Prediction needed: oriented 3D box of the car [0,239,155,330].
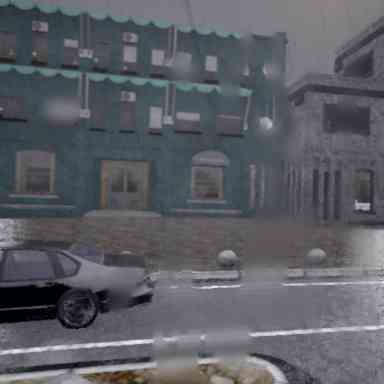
[{"bbox_3d":[-3.405,1.622,6.124,5.357,1.411,2.033,0,-1,-13],"label":"car"}]
